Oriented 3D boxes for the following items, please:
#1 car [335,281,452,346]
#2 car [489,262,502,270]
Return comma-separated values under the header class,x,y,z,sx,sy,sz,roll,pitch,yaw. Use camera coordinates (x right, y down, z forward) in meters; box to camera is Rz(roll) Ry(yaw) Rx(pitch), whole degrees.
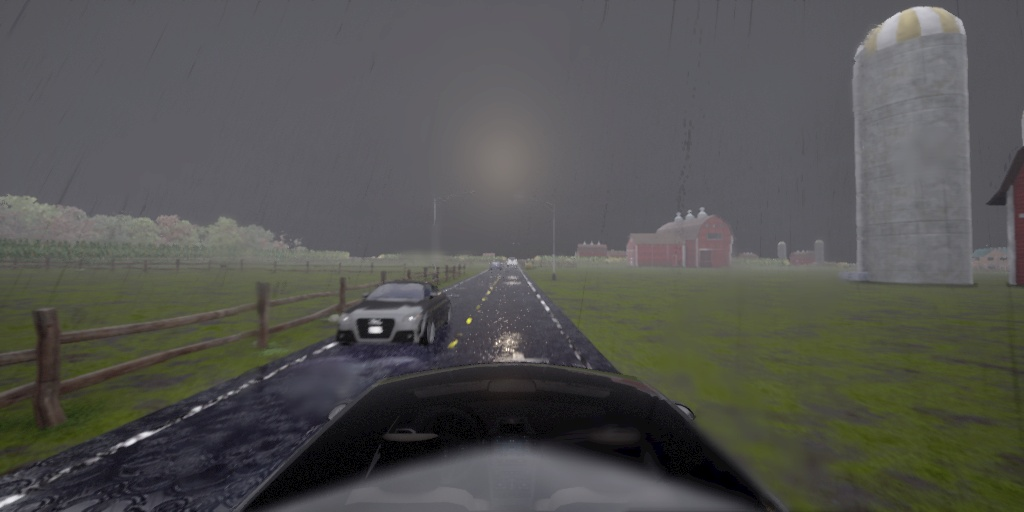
class,x,y,z,sx,sy,sz,roll,pitch,yaw
car,-2.841,1.365,9.458,1.994,1.385,4.181,0,0,0
car,-2.728,1.667,60.704,1.812,1.442,4.674,0,0,1
